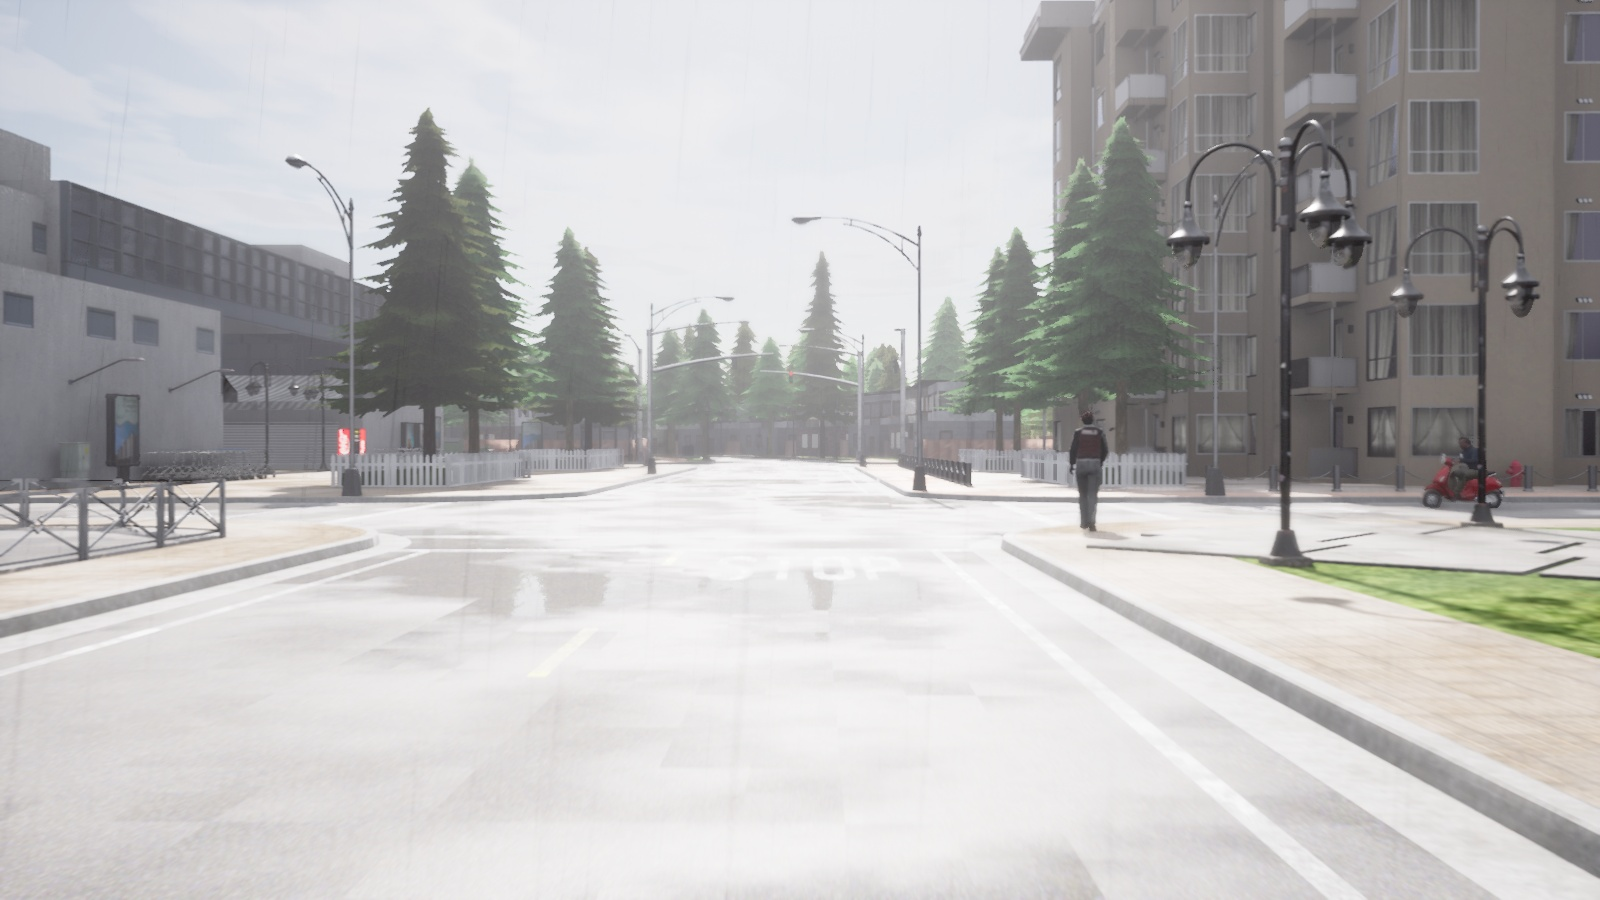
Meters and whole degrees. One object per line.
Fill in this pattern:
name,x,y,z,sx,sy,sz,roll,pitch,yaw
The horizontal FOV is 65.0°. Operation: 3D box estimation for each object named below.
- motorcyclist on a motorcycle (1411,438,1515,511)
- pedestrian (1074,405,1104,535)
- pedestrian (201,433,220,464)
motorcyclist on a motorcycle,14.644,0.540,27.773,1.817,1.590,0.866,0,0,1
pedestrian,4.373,0.292,19.000,0.402,1.930,0.666,0,0,15
pedestrian,-36.263,-0.073,77.247,0.849,1.883,0.563,0,0,0
